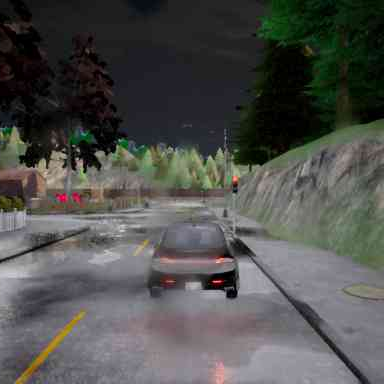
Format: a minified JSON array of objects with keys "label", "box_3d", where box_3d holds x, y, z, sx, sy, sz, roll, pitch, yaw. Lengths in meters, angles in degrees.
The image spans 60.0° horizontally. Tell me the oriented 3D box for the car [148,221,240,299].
[{"label":"car","box_3d":[0.052,1.492,8.464,2.128,1.511,4.902,0,0,1]}]
